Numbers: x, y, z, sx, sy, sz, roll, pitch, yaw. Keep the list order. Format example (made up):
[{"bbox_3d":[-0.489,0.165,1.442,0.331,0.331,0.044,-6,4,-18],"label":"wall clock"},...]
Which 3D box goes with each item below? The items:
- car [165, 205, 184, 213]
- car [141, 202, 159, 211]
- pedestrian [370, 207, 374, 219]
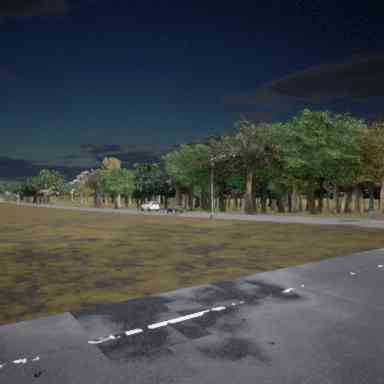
[{"bbox_3d":[-3.308,3.248,62.761,1.837,1.490,4.892,1,-2,-33],"label":"car"},{"bbox_3d":[-9.039,3.105,71.515,2.150,2.045,5.566,1,-2,-33],"label":"car"},{"bbox_3d":[19.291,2.202,35.573,0.375,1.300,0.375,-2,1,-33],"label":"pedestrian"}]
